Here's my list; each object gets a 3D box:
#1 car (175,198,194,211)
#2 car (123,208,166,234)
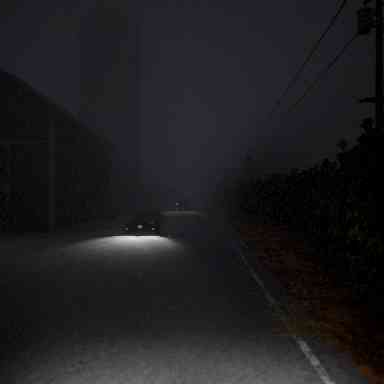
[{"bbox_3d":[-0.972,1.566,44.444,2.097,1.767,4.553,0,0,5],"label":"car"},{"bbox_3d":[-2.701,1.666,19.722,1.994,1.385,4.181,0,0,3],"label":"car"}]
